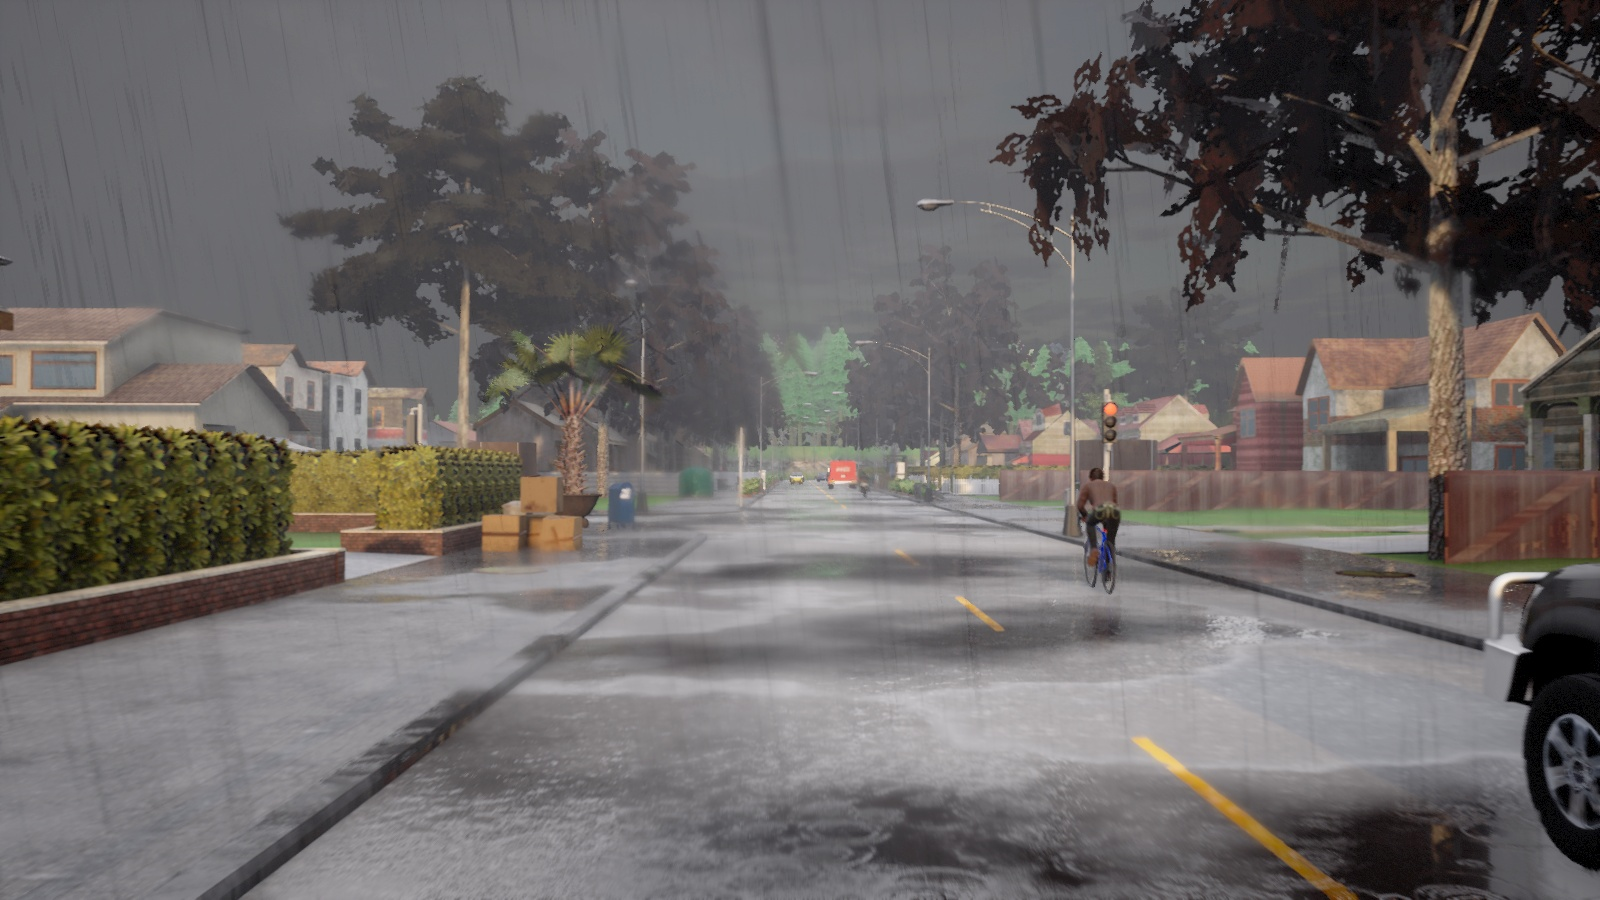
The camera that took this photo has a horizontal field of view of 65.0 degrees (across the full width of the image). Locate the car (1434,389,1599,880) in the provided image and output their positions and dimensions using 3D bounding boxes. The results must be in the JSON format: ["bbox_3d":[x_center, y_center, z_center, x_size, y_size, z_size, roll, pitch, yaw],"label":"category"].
[{"bbox_3d":[3.989,0.677,3.656,1.932,1.855,4.605,0,-1,0],"label":"car"}]

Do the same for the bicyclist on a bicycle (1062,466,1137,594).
[{"bbox_3d":[3.958,1.032,16.720,0.582,1.620,1.656,0,-1,0],"label":"bicyclist on a bicycle"}]
